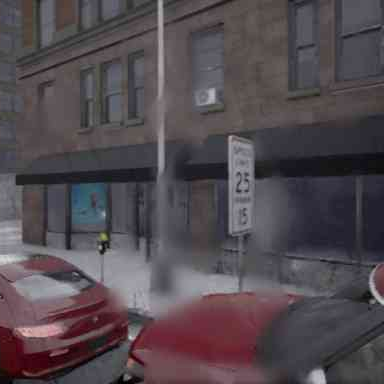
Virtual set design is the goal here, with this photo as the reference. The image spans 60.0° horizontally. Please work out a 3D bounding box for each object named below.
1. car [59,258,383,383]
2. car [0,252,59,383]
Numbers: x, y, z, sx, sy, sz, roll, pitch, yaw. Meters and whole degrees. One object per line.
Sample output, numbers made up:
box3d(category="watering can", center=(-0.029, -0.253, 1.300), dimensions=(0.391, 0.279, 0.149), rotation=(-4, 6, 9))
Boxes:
box3d(category="car", center=(1.752, 1.304, 1.858), dimensions=(5.009, 1.841, 2.192), rotation=(0, 0, 35))
box3d(category="car", center=(-2.784, 1.589, 5.009), dimensions=(4.206, 1.307, 1.802), rotation=(0, 0, 35))
